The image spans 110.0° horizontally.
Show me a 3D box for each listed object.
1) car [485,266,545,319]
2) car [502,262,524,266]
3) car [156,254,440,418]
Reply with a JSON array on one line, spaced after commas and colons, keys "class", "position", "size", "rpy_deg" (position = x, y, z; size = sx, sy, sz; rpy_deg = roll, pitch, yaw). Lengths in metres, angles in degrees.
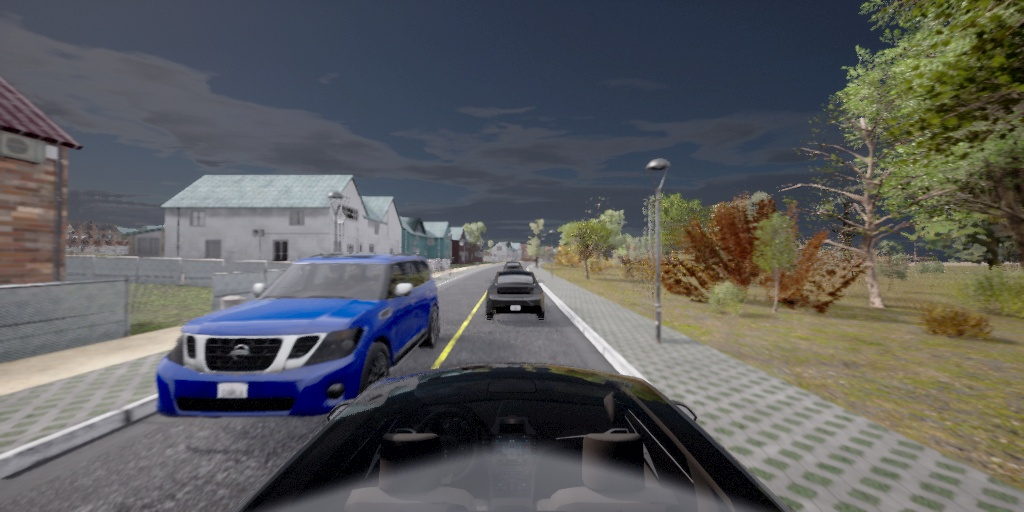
[{"class": "car", "position": [0.103, 1.256, 12.766], "size": [1.837, 1.490, 4.892], "rpy_deg": [0, 0, 0]}, {"class": "car", "position": [0.116, 1.255, 33.154], "size": [1.837, 1.490, 4.892], "rpy_deg": [0, 0, 0]}, {"class": "car", "position": [-2.749, 0.972, 6.288], "size": [2.150, 2.045, 5.566], "rpy_deg": [0, 0, 0]}]
